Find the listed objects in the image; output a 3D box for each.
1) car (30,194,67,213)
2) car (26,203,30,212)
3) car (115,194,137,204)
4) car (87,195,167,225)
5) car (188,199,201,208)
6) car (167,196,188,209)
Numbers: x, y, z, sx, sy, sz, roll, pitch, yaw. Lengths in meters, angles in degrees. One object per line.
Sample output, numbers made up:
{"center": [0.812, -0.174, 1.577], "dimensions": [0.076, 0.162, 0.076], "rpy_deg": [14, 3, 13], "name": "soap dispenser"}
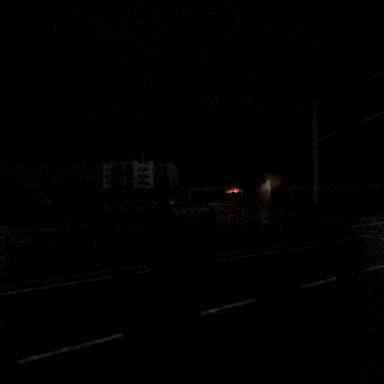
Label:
{"center": [-17.296, 1.168, 40.747], "dimensions": [3.866, 1.878, 1.905], "rpy_deg": [0, 0, -35], "name": "car"}
{"center": [-18.961, 1.407, 43.116], "dimensions": [3.806, 1.475, 1.970], "rpy_deg": [0, 0, -35], "name": "car"}
{"center": [-11.800, 1.210, 59.180], "dimensions": [2.128, 1.511, 4.902], "rpy_deg": [0, 0, -34], "name": "car"}
{"center": [-4.298, 1.165, 22.360], "dimensions": [4.605, 1.855, 1.932], "rpy_deg": [0, 0, -35], "name": "car"}
{"center": [-0.774, 1.636, 48.850], "dimensions": [1.895, 1.301, 4.718], "rpy_deg": [0, 0, -34], "name": "car"}
{"center": [-2.984, 1.383, 45.862], "dimensions": [2.097, 1.767, 4.553], "rpy_deg": [0, 0, -34], "name": "car"}
